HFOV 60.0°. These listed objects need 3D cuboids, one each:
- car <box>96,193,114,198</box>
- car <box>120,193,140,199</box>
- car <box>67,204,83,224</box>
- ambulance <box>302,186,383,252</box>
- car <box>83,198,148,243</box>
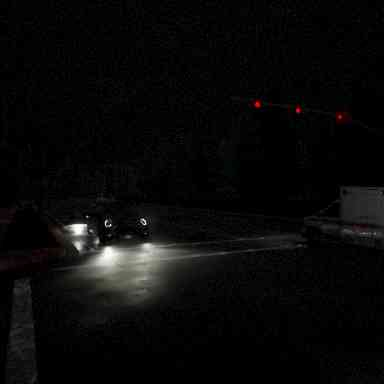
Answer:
[{"bbox_3d":[-13.414,1.221,51.201,2.150,2.045,5.566,0,0,-27],"label":"car"},{"bbox_3d":[-9.718,1.221,51.630,2.150,2.045,5.566,0,0,-26],"label":"car"},{"bbox_3d":[-8.237,1.564,25.200,1.994,1.385,4.181,0,0,-27],"label":"car"},{"bbox_3d":[6.720,1.031,11.396,2.351,2.431,6.366,0,0,-27],"label":"ambulance"},{"bbox_3d":[-3.744,1.352,16.328,2.097,1.767,4.553,0,0,-27],"label":"car"}]
